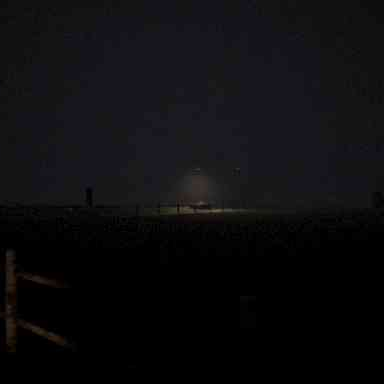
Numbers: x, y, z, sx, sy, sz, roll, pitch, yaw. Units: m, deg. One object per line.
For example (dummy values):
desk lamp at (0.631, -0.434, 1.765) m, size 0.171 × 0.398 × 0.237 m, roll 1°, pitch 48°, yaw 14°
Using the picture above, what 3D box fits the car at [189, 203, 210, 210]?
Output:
car at (1.362, 2.560, 60.050) m, size 1.895 × 1.301 × 4.718 m, roll 0°, pitch -1°, yaw 36°

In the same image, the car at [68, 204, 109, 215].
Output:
car at (-12.567, 2.092, 40.671) m, size 1.895 × 1.301 × 4.718 m, roll 0°, pitch -1°, yaw 36°
